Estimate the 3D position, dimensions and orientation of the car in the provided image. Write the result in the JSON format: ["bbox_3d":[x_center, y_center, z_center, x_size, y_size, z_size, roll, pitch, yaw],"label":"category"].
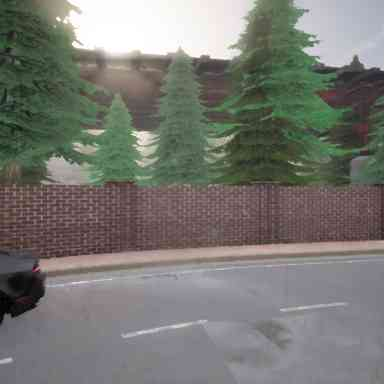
[{"bbox_3d":[-4.836,1.505,4.953,4.892,1.490,1.837,0,-1,-33],"label":"car"}]
